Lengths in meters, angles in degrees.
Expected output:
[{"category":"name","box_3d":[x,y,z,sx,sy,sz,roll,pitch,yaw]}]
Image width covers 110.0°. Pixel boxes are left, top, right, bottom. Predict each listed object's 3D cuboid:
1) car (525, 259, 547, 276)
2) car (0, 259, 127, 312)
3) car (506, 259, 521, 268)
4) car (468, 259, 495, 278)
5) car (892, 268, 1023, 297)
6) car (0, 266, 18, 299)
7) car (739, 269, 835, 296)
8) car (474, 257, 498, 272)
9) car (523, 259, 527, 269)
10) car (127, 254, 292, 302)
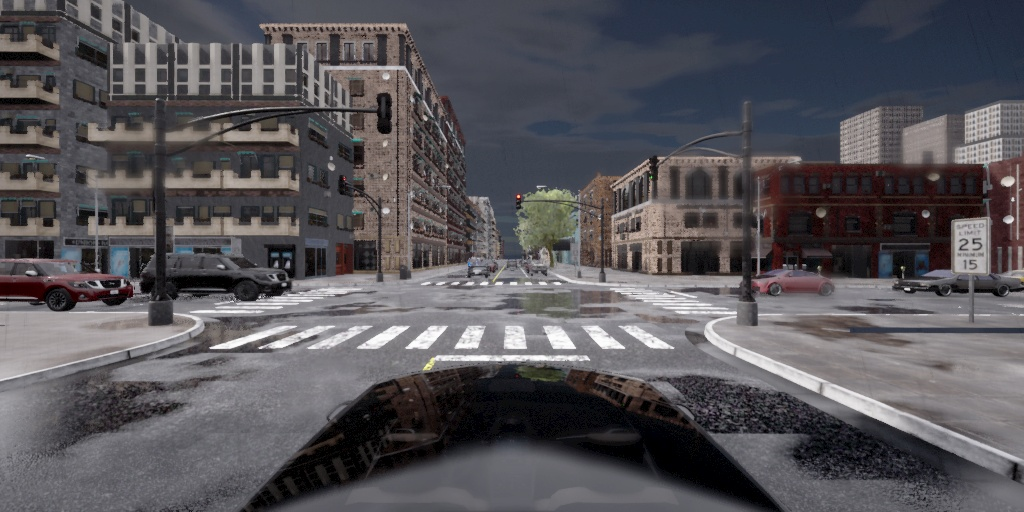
[{"category":"car","box_3d":[2.687,1.330,37.010,2.007,1.370,4.403,0,0,0]},{"category":"car","box_3d":[-17.278,1.013,13.289,5.009,1.841,2.192,0,0,0]},{"category":"car","box_3d":[-0.005,1.319,63.366,2.128,1.511,4.902,0,0,0]},{"category":"car","box_3d":[-3.105,1.266,34.360,2.128,1.511,4.902,0,0,0]},{"category":"car","box_3d":[24.018,1.412,19.376,5.357,1.411,2.033,0,0,0]},{"category":"car","box_3d":[-25.395,1.199,15.821,4.674,1.442,1.812,0,0,0]},{"category":"car","box_3d":[14.717,1.387,19.308,4.181,1.385,1.994,0,0,0]},{"category":"car","box_3d":[-3.102,1.143,44.254,2.097,1.767,4.553,0,0,0]},{"category":"car","box_3d":[2.687,1.228,42.707,1.967,1.591,4.097,0,0,0]},{"category":"car","box_3d":[-13.114,0.933,16.106,5.566,2.045,2.150,0,0,-4]}]
